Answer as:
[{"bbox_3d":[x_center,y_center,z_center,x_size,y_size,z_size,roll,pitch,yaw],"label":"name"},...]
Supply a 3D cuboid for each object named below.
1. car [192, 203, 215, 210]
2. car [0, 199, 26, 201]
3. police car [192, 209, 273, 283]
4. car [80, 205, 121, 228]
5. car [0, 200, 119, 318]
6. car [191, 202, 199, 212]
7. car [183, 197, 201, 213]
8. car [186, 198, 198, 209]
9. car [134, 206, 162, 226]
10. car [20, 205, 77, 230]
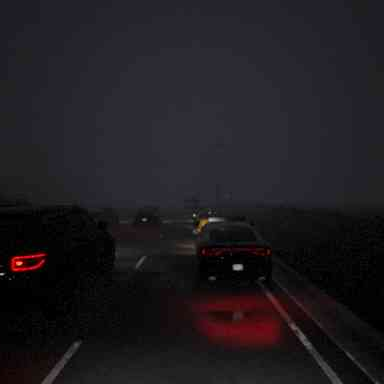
[{"bbox_3d":[1.053,1.695,20.280,1.801,1.575,5.366,0,-1,0],"label":"car"},{"bbox_3d":[-13.897,1.528,26.086,2.150,2.045,5.566,0,-1,0],"label":"car"},{"bbox_3d":[1.051,1.546,10.201,1.930,1.638,5.238,0,-1,0],"label":"police car"},{"bbox_3d":[-6.895,1.827,25.583,1.812,1.442,4.674,0,-1,0],"label":"car"},{"bbox_3d":[-3.398,1.314,7.758,2.150,2.045,5.566,0,-1,0],"label":"car"},{"bbox_3d":[1.053,1.813,26.089,1.837,1.490,4.892,0,-1,0],"label":"car"},{"bbox_3d":[0.007,1.760,45.777,2.150,2.045,5.566,0,-1,0],"label":"car"},{"bbox_3d":[0.009,2.065,60.662,2.097,1.767,4.553,0,-1,0],"label":"car"},{"bbox_3d":[-3.396,1.833,26.066,1.812,1.442,4.674,0,-1,0],"label":"car"},{"bbox_3d":[-10.396,1.781,24.586,2.128,1.511,4.902,0,-1,0],"label":"car"}]
